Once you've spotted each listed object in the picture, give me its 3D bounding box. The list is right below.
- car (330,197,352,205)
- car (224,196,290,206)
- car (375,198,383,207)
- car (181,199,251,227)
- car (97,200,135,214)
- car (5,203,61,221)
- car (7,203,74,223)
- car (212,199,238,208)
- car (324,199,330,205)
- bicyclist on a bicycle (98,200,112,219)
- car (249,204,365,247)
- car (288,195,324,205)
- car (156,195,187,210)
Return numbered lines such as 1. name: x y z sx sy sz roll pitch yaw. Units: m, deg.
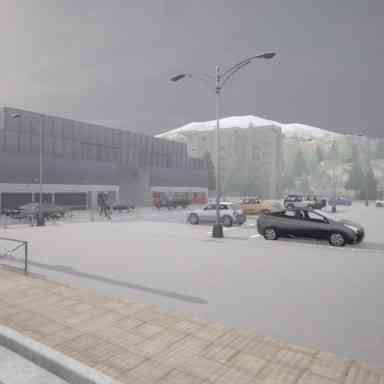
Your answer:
1. car: 24.652 1.565 55.418 3.633 1.501 1.845 0 0 35
2. car: 5.005 1.345 27.321 5.027 1.636 2.152 0 0 35
3. car: 28.972 1.576 48.688 3.806 1.475 1.970 0 0 35
4. car: 1.549 1.424 21.904 3.806 1.475 1.970 0 0 35
5. car: -8.765 1.668 38.608 2.128 1.511 4.902 0 0 35
6. car: -14.527 1.740 30.514 1.994 1.385 4.181 0 0 35
7. car: -12.151 1.668 27.471 2.128 1.511 4.902 0 0 35
8. car: 5.150 1.777 51.797 1.895 1.301 4.718 0 0 36
9. car: 13.769 1.289 40.354 4.605 1.855 1.932 0 0 35
10. bicyclist on a bicycle: -7.282 1.477 27.788 1.656 1.620 0.582 0 0 35
11. car: 5.170 1.490 14.834 4.514 1.523 2.007 0 0 35
12. car: 12.420 1.269 37.747 3.866 1.878 1.905 0 0 35
13. car: -2.730 1.398 47.056 2.150 2.045 5.566 0 0 36
